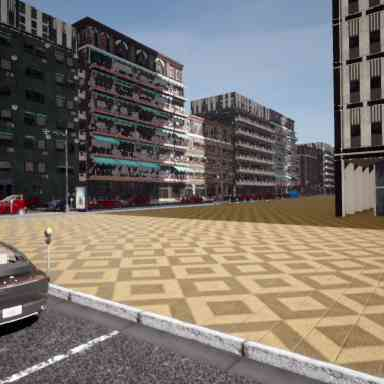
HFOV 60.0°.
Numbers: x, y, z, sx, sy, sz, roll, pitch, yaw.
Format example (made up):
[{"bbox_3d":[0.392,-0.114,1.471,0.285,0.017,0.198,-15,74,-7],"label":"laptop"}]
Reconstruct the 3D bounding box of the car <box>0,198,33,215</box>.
[{"bbox_3d":[-16.135,1.413,28.030,1.802,1.307,4.206,-1,0,36],"label":"car"}]

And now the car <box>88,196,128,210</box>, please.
[{"bbox_3d":[-9.623,1.186,36.962,1.967,1.590,4.097,-1,0,36],"label":"car"}]

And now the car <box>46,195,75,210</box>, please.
[{"bbox_3d":[-14.714,1.189,39.819,2.097,1.767,4.553,-1,0,36],"label":"car"}]

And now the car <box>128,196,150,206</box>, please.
[{"bbox_3d":[-8.096,1.278,48.866,1.812,1.442,4.674,-1,0,36],"label":"car"}]

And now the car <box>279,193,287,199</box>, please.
[{"bbox_3d":[19.690,0.938,77.156,2.008,1.369,4.403,-1,0,36],"label":"car"}]

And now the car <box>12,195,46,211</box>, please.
[{"bbox_3d":[-19.651,1.228,37.435,2.192,1.841,5.009,-1,0,36],"label":"car"}]

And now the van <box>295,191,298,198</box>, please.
[{"bbox_3d":[26.202,0.654,86.089,1.690,1.788,3.998,-1,0,36],"label":"van"}]

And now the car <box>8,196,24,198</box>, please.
[{"bbox_3d":[-19.978,1.453,32.601,2.033,1.411,5.357,-1,0,36],"label":"car"}]

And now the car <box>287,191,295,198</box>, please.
[{"bbox_3d":[22.948,0.932,81.623,1.802,1.307,4.206,-1,0,36],"label":"car"}]

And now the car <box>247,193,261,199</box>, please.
[{"bbox_3d":[16.178,1.040,86.562,1.947,1.339,4.313,-1,0,36],"label":"car"}]

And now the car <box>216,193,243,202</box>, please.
[{"bbox_3d":[6.663,1.093,59.293,2.008,1.369,4.403,-1,0,36],"label":"car"}]

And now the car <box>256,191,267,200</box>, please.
[{"bbox_3d":[13.177,1.046,68.224,1.802,1.307,4.206,-1,0,36],"label":"car"}]

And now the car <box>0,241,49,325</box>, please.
[{"bbox_3d":[-4.447,1.553,6.247,4.403,1.369,2.008,0,-1,36],"label":"car"}]

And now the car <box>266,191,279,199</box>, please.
[{"bbox_3d":[16.431,0.740,72.690,2.192,1.841,5.009,-1,0,36],"label":"car"}]

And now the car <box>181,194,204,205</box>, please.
[{"bbox_3d":[0.148,1.062,50.360,1.967,1.590,4.097,-1,0,36],"label":"car"}]

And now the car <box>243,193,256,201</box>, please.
[{"bbox_3d":[9.920,1.048,63.759,1.887,1.381,4.507,-1,0,36],"label":"car"}]

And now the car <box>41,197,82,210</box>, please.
[{"bbox_3d":[-16.391,1.415,41.902,1.887,1.381,4.507,-1,0,36],"label":"car"}]

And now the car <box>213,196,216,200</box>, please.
[{"bbox_3d":[6.406,1.028,73.163,1.967,1.590,4.097,-1,0,36],"label":"car"}]
